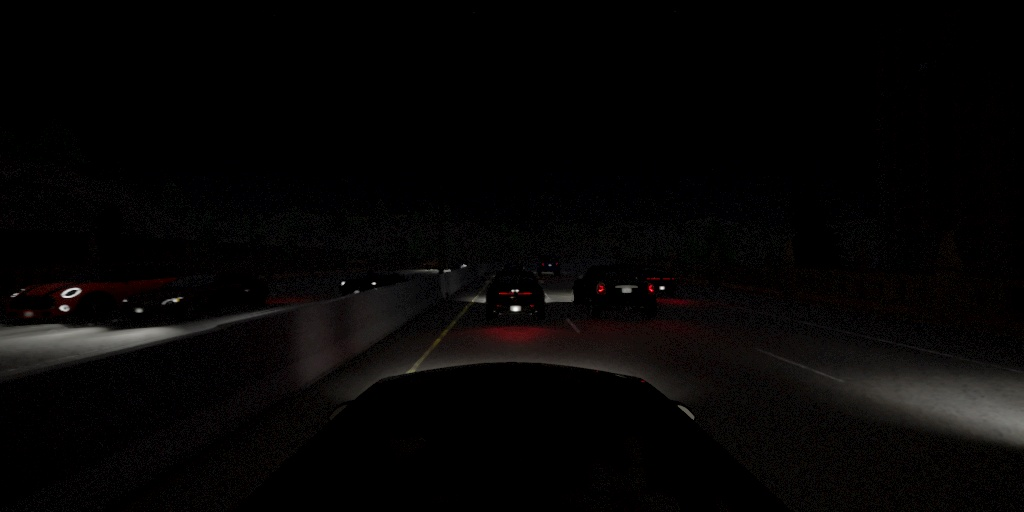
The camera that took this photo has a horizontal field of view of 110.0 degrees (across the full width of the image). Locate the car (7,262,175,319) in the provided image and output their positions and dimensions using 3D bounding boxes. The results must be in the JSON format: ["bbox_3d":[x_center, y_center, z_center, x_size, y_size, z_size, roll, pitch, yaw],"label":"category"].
[{"bbox_3d":[-14.092,1.105,12.702,2.097,1.767,4.553,0,0,0],"label":"car"}]

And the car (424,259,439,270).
[{"bbox_3d":[-11.693,1.254,54.698,1.882,1.535,5.008,0,0,12],"label":"car"}]

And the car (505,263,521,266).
[{"bbox_3d":[0.124,1.302,30.946,2.033,1.411,5.357,0,0,0],"label":"car"}]

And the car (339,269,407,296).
[{"bbox_3d":[-7.090,1.354,18.729,1.895,1.301,4.718,0,0,0],"label":"car"}]

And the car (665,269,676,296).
[{"bbox_3d":[7.107,1.257,19.390,1.837,1.490,4.892,0,0,0],"label":"car"}]

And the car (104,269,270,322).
[{"bbox_3d":[-10.594,1.278,12.513,1.812,1.442,4.674,0,0,0],"label":"car"}]

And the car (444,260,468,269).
[{"bbox_3d":[-8.195,1.333,54.396,1.994,1.385,4.181,0,0,12],"label":"car"}]

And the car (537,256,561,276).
[{"bbox_3d":[3.788,0.973,37.172,2.150,2.045,5.566,0,0,3],"label":"car"}]

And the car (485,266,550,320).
[{"bbox_3d":[0.104,1.257,12.691,1.837,1.490,4.892,0,0,0],"label":"car"}]

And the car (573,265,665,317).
[{"bbox_3d":[3.604,1.104,13.372,2.097,1.767,4.553,0,0,0],"label":"car"}]

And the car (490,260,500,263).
[{"bbox_3d":[-3.024,1.362,60.805,1.895,1.301,4.718,0,0,17],"label":"car"}]
